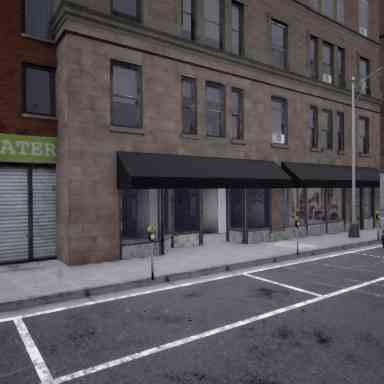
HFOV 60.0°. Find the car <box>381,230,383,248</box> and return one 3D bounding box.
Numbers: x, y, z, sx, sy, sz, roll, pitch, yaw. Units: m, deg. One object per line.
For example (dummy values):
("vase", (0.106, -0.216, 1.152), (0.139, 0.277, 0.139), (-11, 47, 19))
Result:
("car", (9.185, 1.540, 13.088), (4.507, 1.381, 1.887), (0, -1, -35))
